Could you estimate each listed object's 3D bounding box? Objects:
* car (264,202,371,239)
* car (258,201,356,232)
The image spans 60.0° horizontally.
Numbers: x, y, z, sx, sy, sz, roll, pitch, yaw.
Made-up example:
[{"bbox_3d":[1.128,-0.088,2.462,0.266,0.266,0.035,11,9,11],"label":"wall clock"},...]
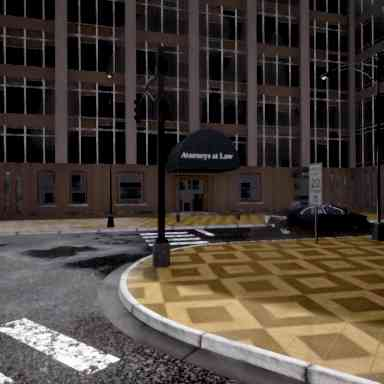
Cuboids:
[{"bbox_3d":[6.087,1.309,15.887,4.902,1.511,2.128,0,0,-14],"label":"car"},{"bbox_3d":[6.484,1.314,18.922,4.902,1.511,2.128,0,0,-14],"label":"car"}]
